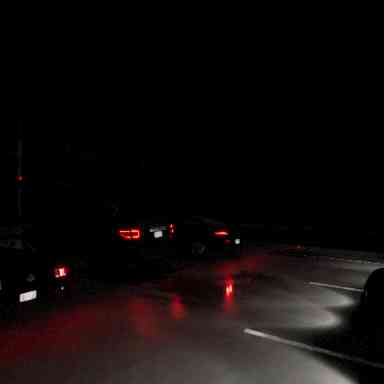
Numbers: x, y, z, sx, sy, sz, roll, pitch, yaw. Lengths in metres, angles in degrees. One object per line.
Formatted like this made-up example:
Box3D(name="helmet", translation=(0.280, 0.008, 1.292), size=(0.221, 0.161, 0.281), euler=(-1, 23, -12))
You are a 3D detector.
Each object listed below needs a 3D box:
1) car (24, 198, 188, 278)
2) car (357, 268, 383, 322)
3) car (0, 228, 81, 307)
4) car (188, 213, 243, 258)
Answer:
Box3D(name="car", translation=(-3.071, 1.221, 10.429), size=(5.566, 2.045, 2.150), euler=(0, 0, 36))
Box3D(name="car", translation=(5.300, 1.548, 4.514), size=(5.357, 1.411, 2.033), euler=(0, 0, 35))
Box3D(name="car", translation=(-4.766, 1.600, 7.335), size=(4.718, 1.301, 1.895), euler=(0, 0, 36))
Box3D(name="car", translation=(-0.309, 1.525, 12.749), size=(4.674, 1.442, 1.812), euler=(0, 0, 36))
